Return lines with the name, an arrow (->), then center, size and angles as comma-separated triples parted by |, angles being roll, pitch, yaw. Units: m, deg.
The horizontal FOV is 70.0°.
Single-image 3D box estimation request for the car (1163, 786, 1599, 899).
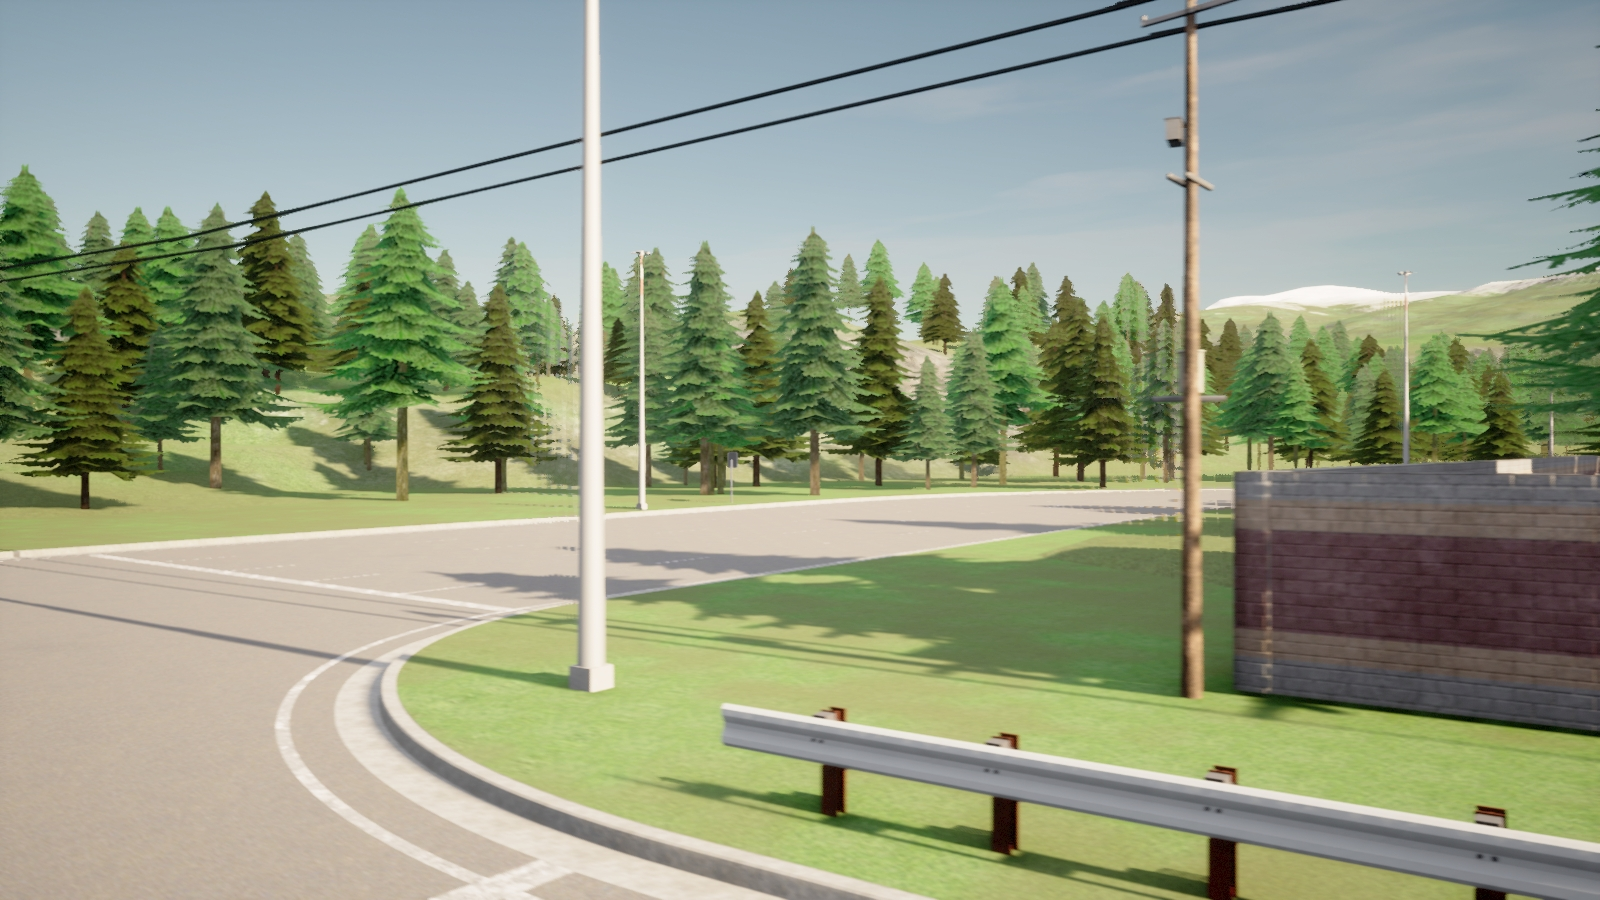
car -> 3.169, 1.982, 1.567 | 5.238, 1.638, 2.097 | 0, 0, 35
